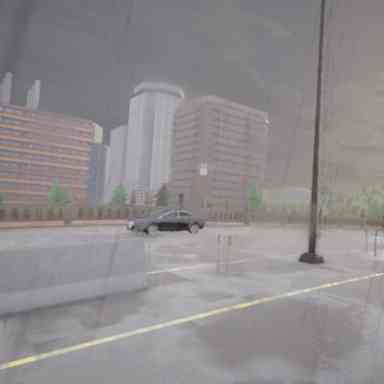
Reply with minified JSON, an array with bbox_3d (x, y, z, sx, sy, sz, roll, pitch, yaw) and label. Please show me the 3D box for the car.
[{"bbox_3d":[-1.462,1.779,20.024,4.902,1.511,2.128,3,-2,-35],"label":"car"}]
